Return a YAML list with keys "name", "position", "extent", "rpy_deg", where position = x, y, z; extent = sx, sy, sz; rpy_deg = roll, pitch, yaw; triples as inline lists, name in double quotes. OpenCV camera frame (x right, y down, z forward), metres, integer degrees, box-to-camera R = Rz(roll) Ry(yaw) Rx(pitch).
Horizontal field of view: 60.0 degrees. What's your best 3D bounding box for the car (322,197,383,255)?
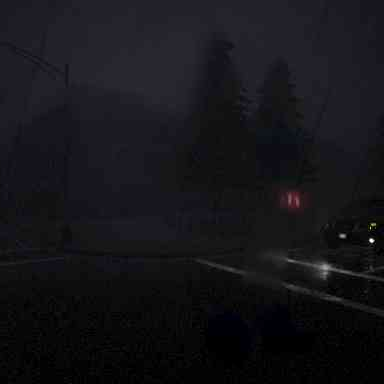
- name: "car"
  position: [7.698, 1.248, 13.745]
  extent: [5.566, 2.045, 2.150]
  rpy_deg: [0, 0, -37]
